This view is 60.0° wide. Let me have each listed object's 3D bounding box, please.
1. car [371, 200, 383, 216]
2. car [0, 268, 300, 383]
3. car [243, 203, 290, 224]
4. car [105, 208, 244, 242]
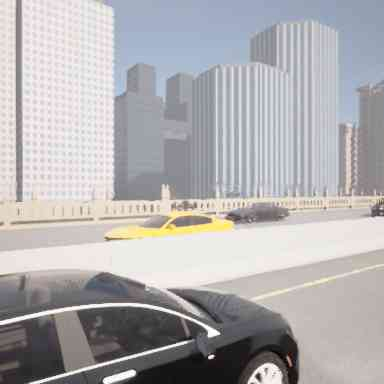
[{"bbox_3d":[17.955,1.268,29.674,4.553,1.767,2.097,0,0,-35],"label":"car"},{"bbox_3d":[-1.044,1.503,3.003,4.892,1.490,1.837,0,0,-35],"label":"car"},{"bbox_3d":[5.025,1.500,24.769,5.357,1.411,2.033,0,0,-35],"label":"car"},{"bbox_3d":[-0.670,1.461,12.111,5.008,1.535,1.882,0,0,-35],"label":"car"}]
